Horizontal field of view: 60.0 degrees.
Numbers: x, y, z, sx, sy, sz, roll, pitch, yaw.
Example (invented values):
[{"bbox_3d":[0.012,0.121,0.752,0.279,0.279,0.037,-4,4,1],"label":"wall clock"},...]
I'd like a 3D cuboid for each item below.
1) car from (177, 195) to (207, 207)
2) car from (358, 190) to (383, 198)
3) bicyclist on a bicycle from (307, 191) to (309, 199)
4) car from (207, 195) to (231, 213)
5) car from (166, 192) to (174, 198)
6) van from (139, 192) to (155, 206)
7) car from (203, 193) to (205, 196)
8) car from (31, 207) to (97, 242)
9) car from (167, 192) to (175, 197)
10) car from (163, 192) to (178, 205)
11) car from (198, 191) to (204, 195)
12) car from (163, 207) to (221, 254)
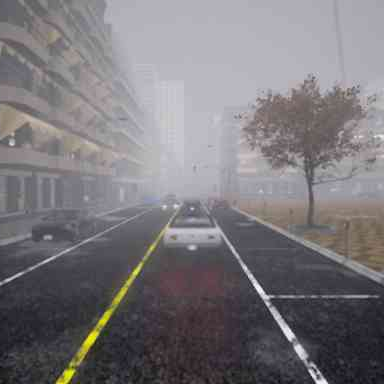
[{"bbox_3d":[0.045,1.267,28.603,1.994,1.385,4.181,0,1,0],"label":"car"},{"bbox_3d":[32.464,0.444,60.400,4.403,1.369,2.008,-1,2,-1],"label":"car"},{"bbox_3d":[20.242,0.441,57.288,0.582,1.620,1.656,-1,1,-1],"label":"bicyclist on a bicycle"},{"bbox_3d":[2.681,1.214,31.921,1.887,1.381,4.507,0,1,0],"label":"car"},{"bbox_3d":[-5.700,0.703,86.447,2.008,1.369,4.403,0,1,0],"label":"car"},{"bbox_3d":[-5.701,0.902,42.971,1.690,1.788,3.998,0,1,0],"label":"van"},{"bbox_3d":[2.681,1.106,42.972,1.887,1.381,4.507,0,1,0],"label":"car"},{"bbox_3d":[-5.698,1.403,15.342,1.947,1.339,4.313,0,1,0],"label":"car"},{"bbox_3d":[-5.701,0.669,91.974,1.947,1.339,4.313,0,1,0],"label":"car"},{"bbox_3d":[-3.054,0.990,47.993,1.882,1.535,5.008,0,0,0],"label":"car"},{"bbox_3d":[2.678,0.543,91.969,1.967,1.590,4.097,-1,1,0],"label":"car"},{"bbox_3d":[0.035,1.464,12.836,1.895,1.301,4.718,0,1,1],"label":"car"}]
